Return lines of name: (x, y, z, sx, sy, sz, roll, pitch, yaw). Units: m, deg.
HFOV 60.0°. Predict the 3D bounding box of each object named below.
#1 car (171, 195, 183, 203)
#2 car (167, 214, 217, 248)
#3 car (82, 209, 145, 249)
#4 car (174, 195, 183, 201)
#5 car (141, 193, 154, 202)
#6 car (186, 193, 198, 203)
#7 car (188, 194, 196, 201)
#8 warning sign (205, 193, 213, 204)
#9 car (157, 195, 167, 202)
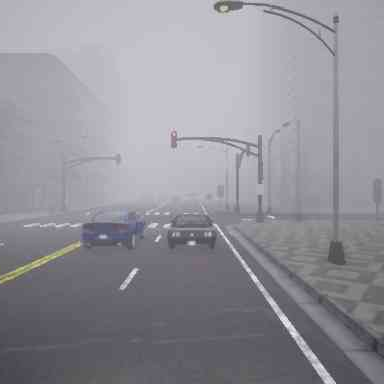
car: (-3.250, 1.490, 66.898, 1.837, 1.490, 4.892, 0, 0, 0)
car: (-0.001, 1.618, 14.680, 1.895, 1.301, 4.718, 0, 0, 0)
car: (-3.250, 1.486, 14.650, 1.882, 1.535, 5.008, 0, 0, 0)
car: (-3.250, 1.385, 81.902, 2.033, 1.411, 5.357, 0, 0, 0)
car: (-9.749, 1.168, 73.167, 2.150, 2.045, 5.566, 0, 0, 0)
car: (0.000, 1.232, 66.927, 2.150, 2.045, 5.566, 0, 0, 0)
car: (0.000, 1.323, 81.902, 1.882, 1.535, 5.008, 0, 0, 0)
warning sign: (2.848, 1.099, 55.388, 1.300, 1.860, 1.060, 0, 0, 0)
car: (-6.500, 1.468, 73.197, 2.128, 1.511, 4.902, 0, 0, 0)
